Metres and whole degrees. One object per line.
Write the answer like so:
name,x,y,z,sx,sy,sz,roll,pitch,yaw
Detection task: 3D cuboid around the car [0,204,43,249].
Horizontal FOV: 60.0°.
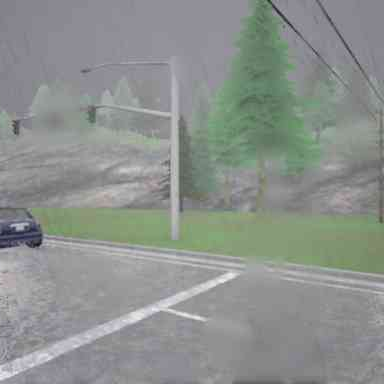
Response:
car,-7.974,1.314,12.967,4.553,1.767,2.097,0,0,31
